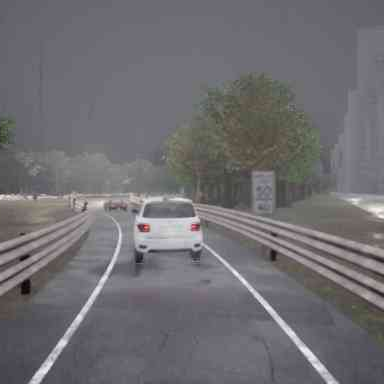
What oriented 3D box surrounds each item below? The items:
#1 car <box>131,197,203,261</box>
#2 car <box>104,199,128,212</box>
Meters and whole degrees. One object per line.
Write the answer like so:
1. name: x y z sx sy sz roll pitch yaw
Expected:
1. car: -1.044 1.197 12.384 2.150 2.045 5.566 0 0 -9
2. car: -8.526 1.452 36.811 1.895 1.301 4.718 0 1 -23
